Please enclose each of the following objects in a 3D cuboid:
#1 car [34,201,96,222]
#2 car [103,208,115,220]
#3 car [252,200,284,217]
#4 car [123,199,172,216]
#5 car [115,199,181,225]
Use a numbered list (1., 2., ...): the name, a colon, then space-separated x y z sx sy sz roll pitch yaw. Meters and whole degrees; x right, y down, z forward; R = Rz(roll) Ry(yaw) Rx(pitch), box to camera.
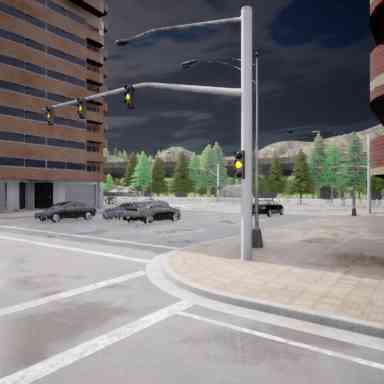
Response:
1. car: -9.918 1.505 26.322 1.837 1.490 4.892 0 0 36
2. car: -5.059 1.526 27.060 1.812 1.442 4.674 0 0 36
3. car: 7.151 1.478 31.720 1.882 1.535 5.008 0 0 36
4. car: -4.431 1.492 33.860 2.128 1.511 4.902 0 0 36
5. car: -2.787 1.491 23.916 2.128 1.511 4.902 0 0 36
